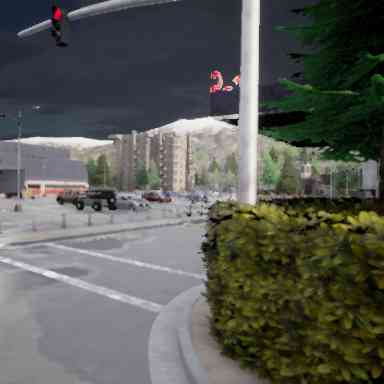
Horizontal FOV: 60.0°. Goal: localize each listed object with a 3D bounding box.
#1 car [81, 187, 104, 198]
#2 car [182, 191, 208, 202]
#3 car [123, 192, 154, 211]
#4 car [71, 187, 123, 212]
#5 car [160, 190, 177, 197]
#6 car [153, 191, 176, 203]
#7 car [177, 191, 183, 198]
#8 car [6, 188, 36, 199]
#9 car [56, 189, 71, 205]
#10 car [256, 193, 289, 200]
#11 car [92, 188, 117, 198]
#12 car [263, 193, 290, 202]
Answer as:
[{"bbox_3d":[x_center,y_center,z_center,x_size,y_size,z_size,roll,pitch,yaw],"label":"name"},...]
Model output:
[{"bbox_3d":[-17.728,0.134,59.339,3.866,1.878,1.905,2,1,35],"label":"car"},{"bbox_3d":[0.819,0.783,54.134,3.633,1.501,1.845,2,1,35],"label":"car"},{"bbox_3d":[-5.888,1.005,31.398,3.806,1.475,1.970,2,1,35],"label":"car"},{"bbox_3d":[-8.309,0.708,29.040,3.866,1.878,1.905,2,1,35],"label":"car"},{"bbox_3d":[-5.494,0.418,77.008,3.633,1.501,1.845,2,1,35],"label":"car"},{"bbox_3d":[-5.011,0.764,46.018,4.514,1.523,2.007,2,1,35],"label":"car"},{"bbox_3d":[-1.179,0.597,70.278,3.806,1.475,1.970,2,1,35],"label":"car"},{"bbox_3d":[-25.150,0.214,48.917,5.027,1.636,2.152,2,1,35],"label":"car"},{"bbox_3d":[-12.811,0.550,36.280,4.605,1.855,1.932,2,1,35],"label":"car"},{"bbox_3d":[13.939,0.964,59.335,5.027,1.636,2.152,2,1,35],"label":"car"},{"bbox_3d":[-16.379,0.144,61.945,4.605,1.855,1.932,2,1,35],"label":"car"},{"bbox_3d":[15.715,0.971,61.921,4.514,1.523,2.007,2,1,35],"label":"car"}]
